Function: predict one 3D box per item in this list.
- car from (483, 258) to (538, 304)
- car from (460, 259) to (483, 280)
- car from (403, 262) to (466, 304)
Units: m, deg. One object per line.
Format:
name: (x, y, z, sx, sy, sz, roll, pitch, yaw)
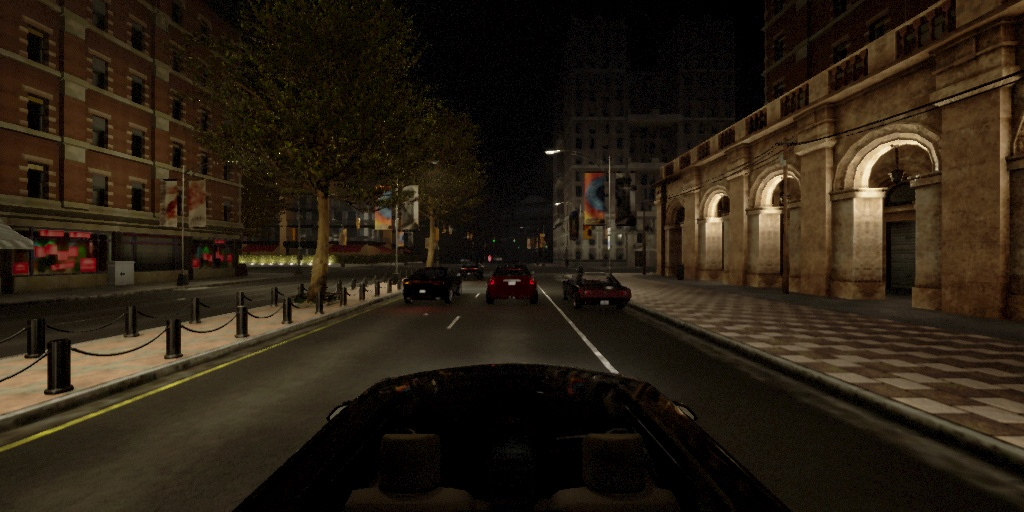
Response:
car: (0.000, 1.114, 16.470, 2.097, 1.767, 4.553, 0, 0, 0)
car: (-3.500, 1.243, 31.500, 2.128, 1.511, 4.902, 0, 0, 0)
car: (-3.500, 1.233, 16.500, 1.882, 1.535, 5.008, 0, 0, 0)
